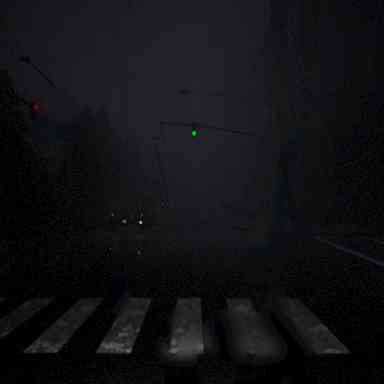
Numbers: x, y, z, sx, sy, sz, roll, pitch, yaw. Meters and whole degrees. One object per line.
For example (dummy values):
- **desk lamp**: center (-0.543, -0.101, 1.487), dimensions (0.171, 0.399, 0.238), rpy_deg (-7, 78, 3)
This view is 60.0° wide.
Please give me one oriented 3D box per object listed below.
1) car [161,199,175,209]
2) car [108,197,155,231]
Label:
- **car**: center (-3.521, 1.797, 50.303), dimensions (1.837, 1.490, 4.892), rpy_deg (0, -1, 0)
- **car**: center (-3.798, 1.366, 22.008), dimensions (2.150, 2.045, 5.566), rpy_deg (0, -1, 2)
